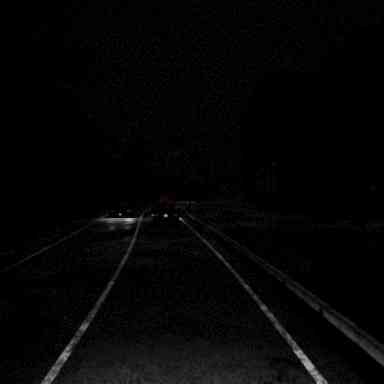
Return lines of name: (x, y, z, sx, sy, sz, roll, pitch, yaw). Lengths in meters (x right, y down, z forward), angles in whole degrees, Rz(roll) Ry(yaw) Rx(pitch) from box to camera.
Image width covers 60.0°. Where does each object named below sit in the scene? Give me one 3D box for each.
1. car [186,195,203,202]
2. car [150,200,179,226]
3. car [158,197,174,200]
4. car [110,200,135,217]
car: (0.539, 1.290, 70.408, 1.895, 1.301, 4.718, -3, -1, 28)
car: (-1.924, 1.511, 23.100, 2.033, 1.411, 5.357, 1, 0, -7)
car: (-3.265, 1.307, 41.302, 1.882, 1.535, 5.008, 0, 1, 0)
car: (-6.173, 1.444, 29.950, 2.033, 1.411, 5.357, 0, 0, -6)
